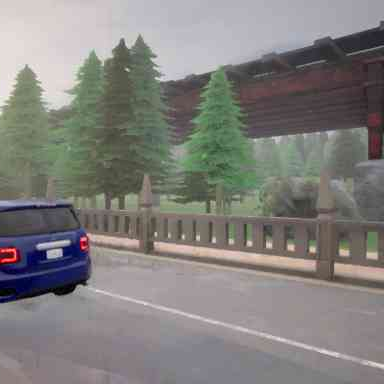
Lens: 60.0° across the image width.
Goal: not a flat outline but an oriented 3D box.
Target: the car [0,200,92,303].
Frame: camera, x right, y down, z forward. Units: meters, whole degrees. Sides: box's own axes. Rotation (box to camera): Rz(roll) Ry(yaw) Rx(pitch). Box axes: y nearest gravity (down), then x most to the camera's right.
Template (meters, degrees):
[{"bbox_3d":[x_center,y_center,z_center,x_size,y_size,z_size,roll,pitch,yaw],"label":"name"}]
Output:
[{"bbox_3d":[-4.607,1.214,7.310,5.566,2.045,2.150,-1,-1,34],"label":"car"}]
